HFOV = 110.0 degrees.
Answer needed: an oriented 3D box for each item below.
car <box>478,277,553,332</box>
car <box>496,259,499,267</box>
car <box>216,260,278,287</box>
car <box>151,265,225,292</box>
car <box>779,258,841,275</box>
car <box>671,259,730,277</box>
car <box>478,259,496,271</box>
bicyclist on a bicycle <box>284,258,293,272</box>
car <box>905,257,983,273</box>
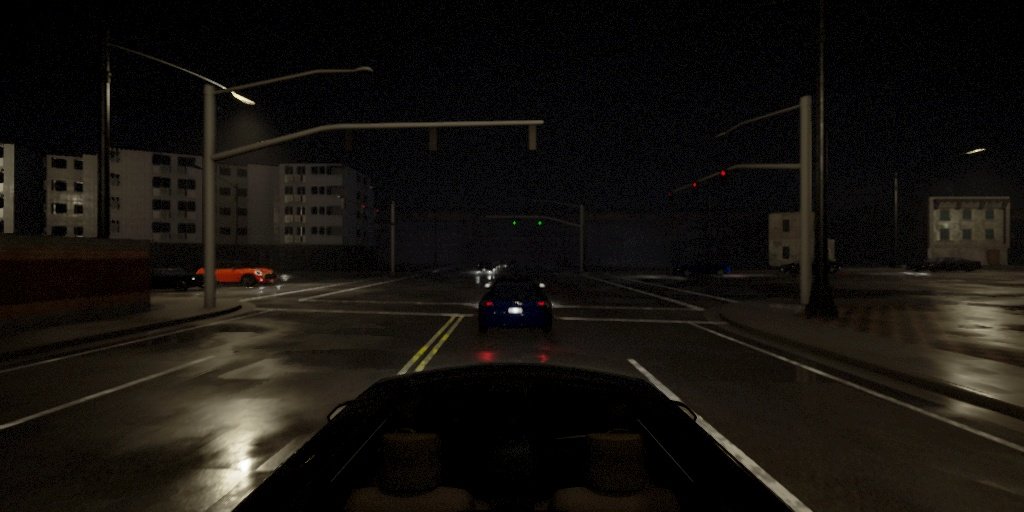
[{"bbox_3d":[0.087,1.312,10.867,1.994,1.385,4.181,0,0,0],"label":"car"},{"bbox_3d":[-3.603,1.264,58.622,1.812,1.442,4.674,0,0,0],"label":"car"},{"bbox_3d":[-18.397,1.097,24.160,4.553,1.767,2.097,0,0,0],"label":"car"},{"bbox_3d":[-19.863,1.347,20.713,4.718,1.301,1.895,0,0,1],"label":"car"},{"bbox_3d":[27.613,0.954,33.359,4.902,1.511,2.128,-1,0,1],"label":"car"},{"bbox_3d":[17.546,1.089,33.540,5.008,1.535,1.882,-1,0,0],"label":"car"},{"bbox_3d":[-3.619,1.245,49.252,1.837,1.490,4.892,0,0,0],"label":"car"},{"bbox_3d":[-25.455,1.042,40.818,0.582,1.620,1.656,0,0,0],"label":"bicyclist on a bicycle"},{"bbox_3d":[39.856,0.794,33.112,5.357,1.411,2.033,-1,0,1],"label":"car"}]
